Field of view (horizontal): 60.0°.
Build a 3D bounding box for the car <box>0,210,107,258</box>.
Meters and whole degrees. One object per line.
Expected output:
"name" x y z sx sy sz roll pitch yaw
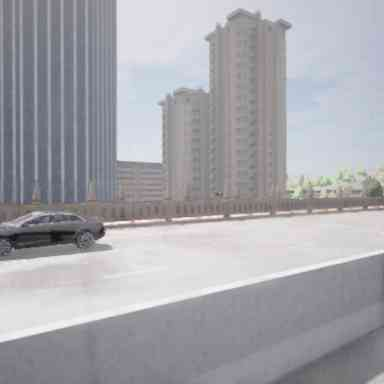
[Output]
"car" -5.764 1.479 12.778 4.902 1.511 2.128 0 0 -35
